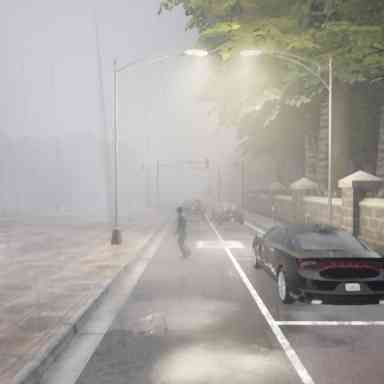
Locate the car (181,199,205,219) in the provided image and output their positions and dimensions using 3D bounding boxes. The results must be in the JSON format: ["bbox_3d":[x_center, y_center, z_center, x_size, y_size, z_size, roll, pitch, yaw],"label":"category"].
[{"bbox_3d":[0.058,1.368,29.255,2.097,1.767,4.553,0,0,0],"label":"car"}]

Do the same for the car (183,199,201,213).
[{"bbox_3d":[-0.001,1.590,38.688,2.033,1.411,5.357,0,-1,0],"label":"car"}]

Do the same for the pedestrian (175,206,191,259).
[{"bbox_3d":[-0.323,1.292,11.146,0.375,1.860,0.375,-1,1,0],"label":"pedestrian"}]

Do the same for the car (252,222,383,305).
[{"bbox_3d":[2.748,1.475,8.159,1.882,1.535,5.008,0,0,0],"label":"car"}]

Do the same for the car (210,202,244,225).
[{"bbox_3d":[2.617,1.559,23.716,2.008,1.369,4.403,-1,0,0],"label":"car"}]

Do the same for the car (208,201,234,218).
[{"bbox_3d":[2.642,1.570,30.852,2.008,1.369,4.403,-1,0,0],"label":"car"}]
